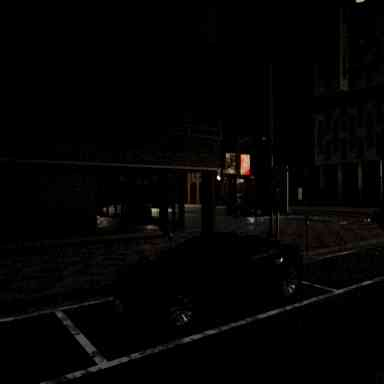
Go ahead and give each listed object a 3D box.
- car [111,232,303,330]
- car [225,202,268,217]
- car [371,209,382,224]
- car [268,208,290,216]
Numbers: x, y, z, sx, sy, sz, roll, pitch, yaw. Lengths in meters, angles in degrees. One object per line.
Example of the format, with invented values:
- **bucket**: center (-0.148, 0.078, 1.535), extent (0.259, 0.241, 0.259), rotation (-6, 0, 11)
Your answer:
- **car**: center (0.521, 1.565, 6.929), extent (4.313, 1.339, 1.947), rotation (0, 0, -36)
- **car**: center (5.450, 1.869, 35.482), extent (1.812, 1.442, 4.674), rotation (0, -1, -36)
- **car**: center (14.724, 1.640, 22.607), extent (1.812, 1.442, 4.674), rotation (0, -1, -36)
- **car**: center (8.512, 1.807, 36.791), extent (2.128, 1.511, 4.902), rotation (0, -1, -36)
